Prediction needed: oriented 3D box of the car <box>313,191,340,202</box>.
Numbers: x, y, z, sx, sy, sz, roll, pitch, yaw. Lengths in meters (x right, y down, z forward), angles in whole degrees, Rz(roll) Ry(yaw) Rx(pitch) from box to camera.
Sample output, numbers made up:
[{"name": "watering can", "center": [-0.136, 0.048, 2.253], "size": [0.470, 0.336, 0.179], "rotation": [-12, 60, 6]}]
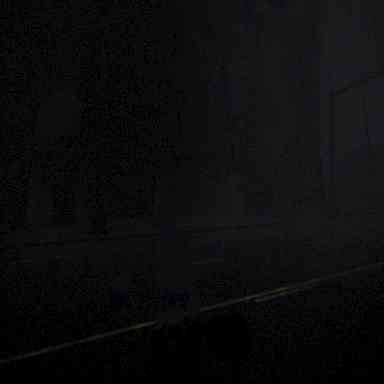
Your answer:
[{"name": "car", "center": [17.867, 0.554, 44.218], "size": [3.806, 1.475, 1.970], "rotation": [-3, 2, -35]}]
